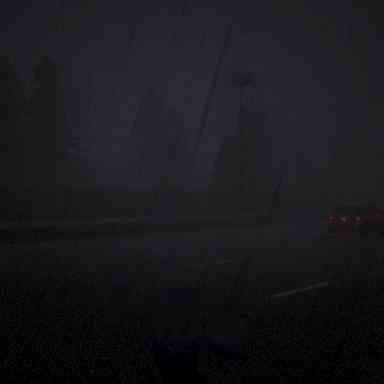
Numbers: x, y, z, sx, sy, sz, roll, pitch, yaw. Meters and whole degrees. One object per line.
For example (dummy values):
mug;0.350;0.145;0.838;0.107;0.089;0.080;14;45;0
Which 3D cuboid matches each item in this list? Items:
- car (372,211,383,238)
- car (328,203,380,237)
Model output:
car;11.166;1.723;16.065;5.357;1.411;2.033;1;0;-36
car;10.098;1.542;19.614;4.553;1.767;2.097;1;-1;-36
